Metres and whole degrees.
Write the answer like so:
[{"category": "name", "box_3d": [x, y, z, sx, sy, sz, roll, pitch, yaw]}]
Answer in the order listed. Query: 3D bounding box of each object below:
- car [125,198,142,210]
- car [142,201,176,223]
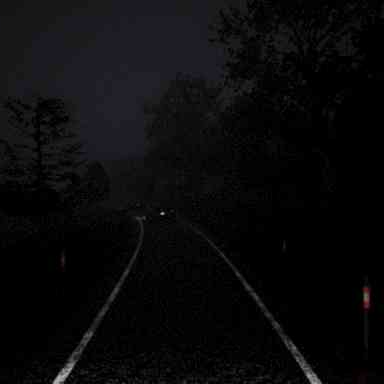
[{"category": "car", "box_3d": [-6.972, 1.456, 40.664, 1.994, 1.385, 4.181, -1, 0, -20]}, {"category": "car", "box_3d": [-2.436, 1.466, 24.838, 1.994, 1.385, 4.181, -1, 0, -11]}]
